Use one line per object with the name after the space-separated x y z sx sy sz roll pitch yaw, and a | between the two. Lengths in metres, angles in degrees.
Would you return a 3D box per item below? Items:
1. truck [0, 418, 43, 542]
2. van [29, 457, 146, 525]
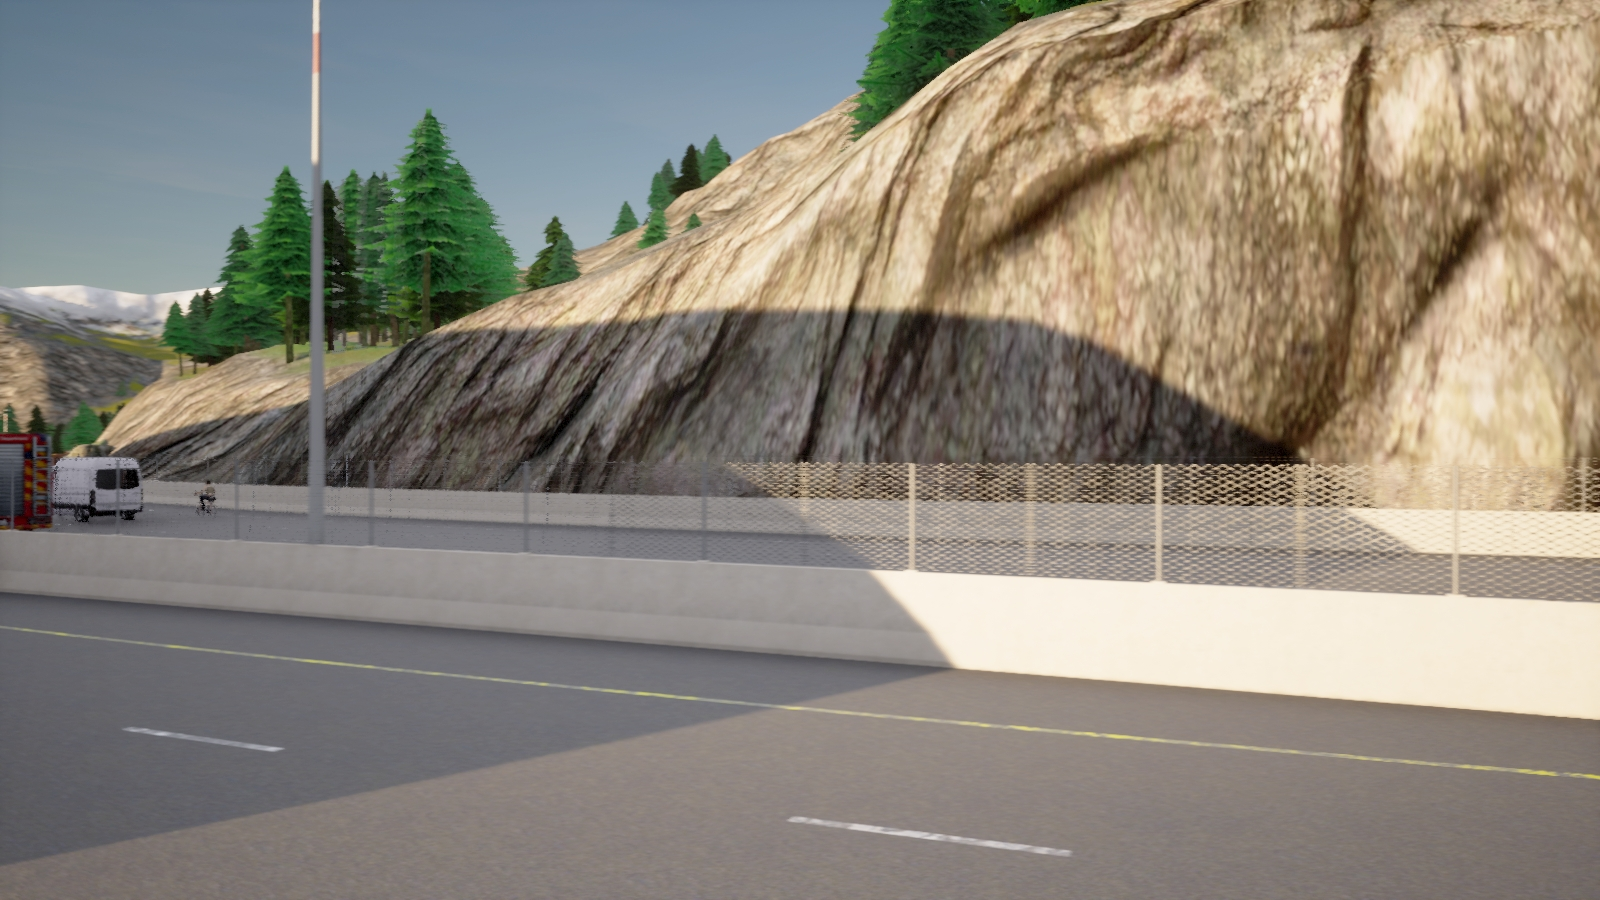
-28.242 0.924 37.210 8.468 3.827 2.891 0 0 34 | truck
-29.038 1.580 46.500 5.915 2.561 1.988 0 0 36 | van
